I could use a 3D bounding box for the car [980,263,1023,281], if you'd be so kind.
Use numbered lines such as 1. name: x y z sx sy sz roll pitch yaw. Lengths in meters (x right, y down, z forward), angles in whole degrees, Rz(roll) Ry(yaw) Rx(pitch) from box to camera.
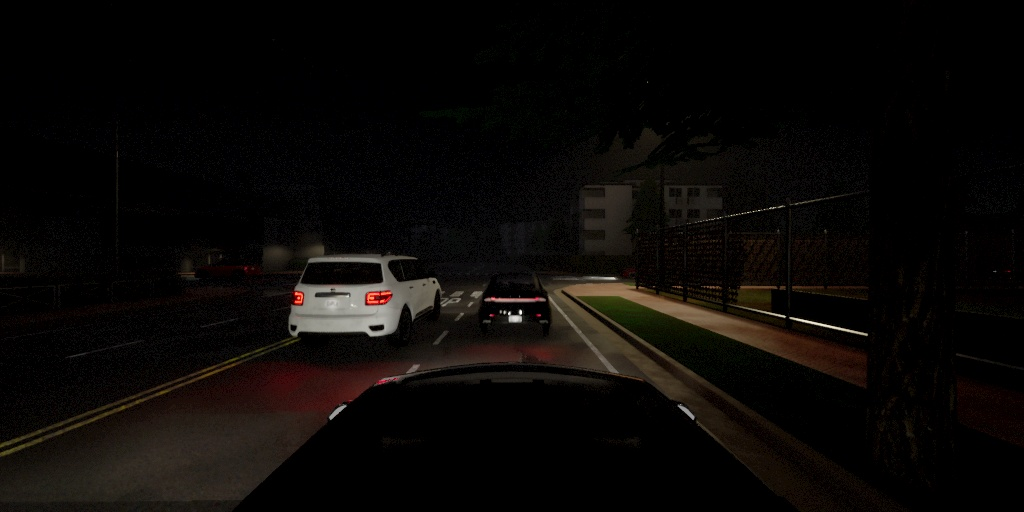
1. car: 40.891 1.283 29.399 5.357 1.411 2.033 0 0 -19

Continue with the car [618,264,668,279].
1. car: 11.662 1.307 31.910 4.181 1.385 1.994 0 0 0

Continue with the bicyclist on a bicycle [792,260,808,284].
1. bicyclist on a bicycle: 18.302 1.044 22.958 0.582 1.620 1.656 0 0 0

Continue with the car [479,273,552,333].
1. car: 0.093 1.245 10.766 2.128 1.511 4.902 0 0 0

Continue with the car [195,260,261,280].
1. car: -24.548 1.111 31.037 4.553 1.767 2.097 0 0 0

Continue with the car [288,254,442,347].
1. car: -3.386 0.975 9.457 2.150 2.045 5.566 0 0 0

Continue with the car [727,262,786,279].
1. car: 21.807 1.249 31.940 4.892 1.490 1.837 0 0 0
